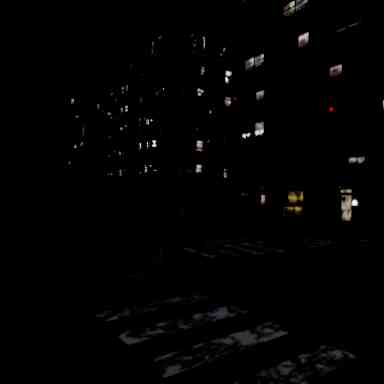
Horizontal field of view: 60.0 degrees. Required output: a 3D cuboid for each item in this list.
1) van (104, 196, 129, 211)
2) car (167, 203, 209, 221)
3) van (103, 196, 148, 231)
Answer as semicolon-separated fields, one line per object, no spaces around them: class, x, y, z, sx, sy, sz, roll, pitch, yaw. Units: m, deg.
van;-9.789;1.435;42.761;1.690;1.788;3.998;2;-1;-35
car;-0.464;1.680;29.214;1.752;1.417;4.829;2;-1;-35
van;-4.117;1.283;19.761;1.690;1.788;3.998;2;-1;-35
